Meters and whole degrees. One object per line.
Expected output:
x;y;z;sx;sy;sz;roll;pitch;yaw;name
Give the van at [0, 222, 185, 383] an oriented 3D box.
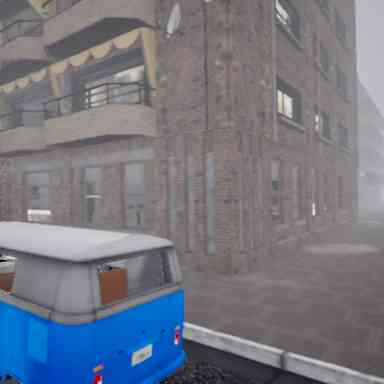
-1.988;1.345;4.315;3.998;1.788;1.690;0;-1;36;van
